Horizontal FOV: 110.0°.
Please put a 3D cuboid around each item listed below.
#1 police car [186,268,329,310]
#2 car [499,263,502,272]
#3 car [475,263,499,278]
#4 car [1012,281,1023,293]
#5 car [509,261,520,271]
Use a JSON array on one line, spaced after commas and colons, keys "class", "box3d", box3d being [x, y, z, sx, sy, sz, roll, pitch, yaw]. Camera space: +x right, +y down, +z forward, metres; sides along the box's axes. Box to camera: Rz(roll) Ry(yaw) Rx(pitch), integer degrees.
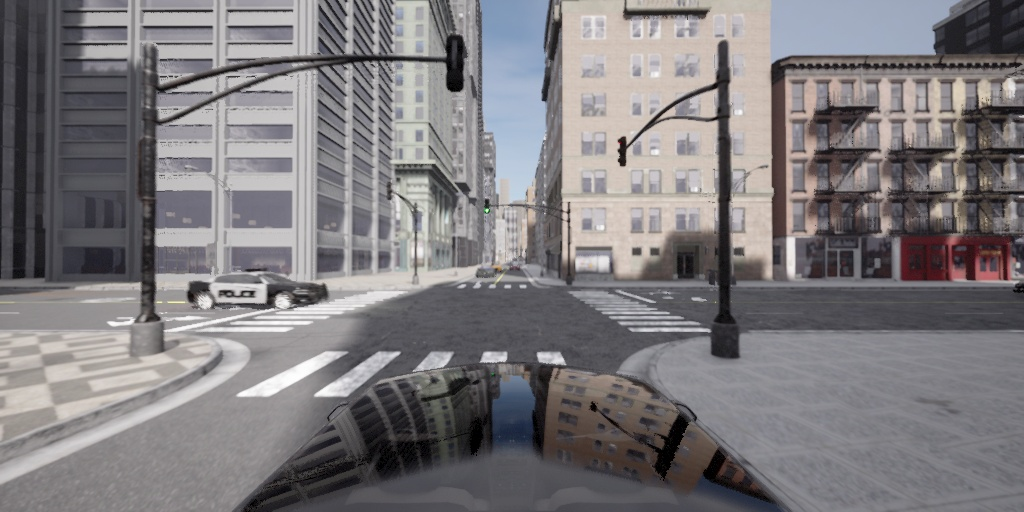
[{"class": "police car", "box3d": [-10.459, 1.315, 14.946, 5.238, 1.638, 1.930, 0, -1, 0]}, {"class": "car", "box3d": [-2.636, 1.786, 57.679, 1.882, 1.535, 5.008, 0, -1, 1]}, {"class": "car", "box3d": [-2.884, 1.694, 39.533, 1.994, 1.385, 4.181, 0, -1, 1]}, {"class": "car", "box3d": [28.979, 1.436, 18.056, 5.357, 1.411, 2.033, 0, -1, 0]}, {"class": "car", "box3d": [0.498, 1.973, 64.183, 1.895, 1.301, 4.718, 0, -1, 1]}]
